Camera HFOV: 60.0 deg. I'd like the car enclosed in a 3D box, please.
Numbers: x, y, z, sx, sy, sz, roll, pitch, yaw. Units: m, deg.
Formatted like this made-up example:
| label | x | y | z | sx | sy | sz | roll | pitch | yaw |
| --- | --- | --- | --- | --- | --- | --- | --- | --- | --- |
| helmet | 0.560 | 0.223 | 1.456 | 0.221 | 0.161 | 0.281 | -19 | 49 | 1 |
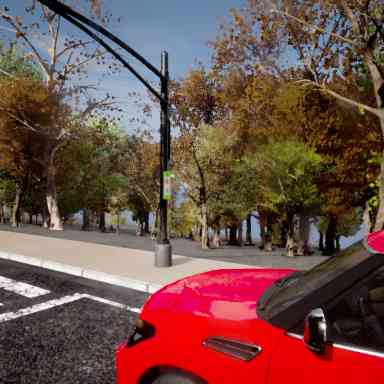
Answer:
| label | x | y | z | sx | sy | sz | roll | pitch | yaw |
| --- | --- | --- | --- | --- | --- | --- | --- | --- | --- |
| car | 1.984 | 1.222 | 2.298 | 5.566 | 2.045 | 2.150 | 0 | 0 | 34 |
